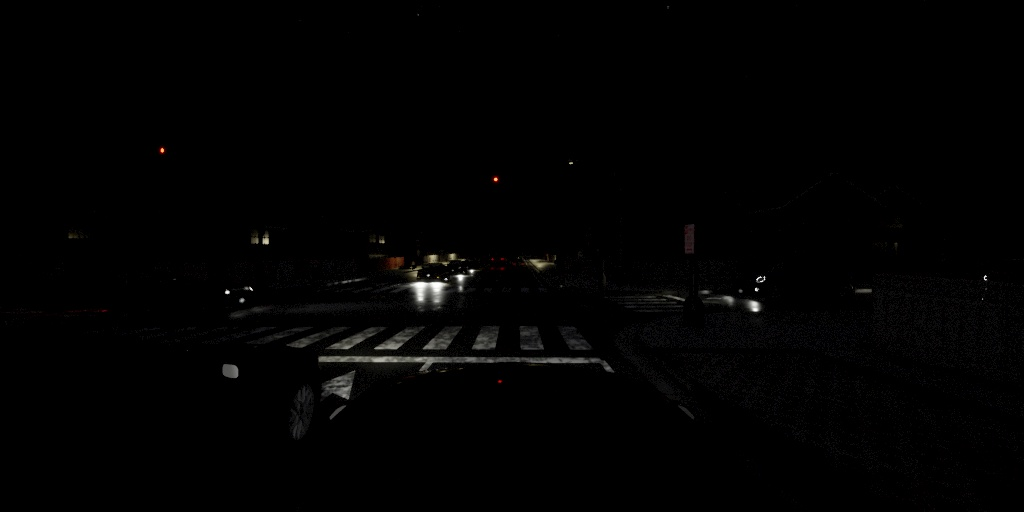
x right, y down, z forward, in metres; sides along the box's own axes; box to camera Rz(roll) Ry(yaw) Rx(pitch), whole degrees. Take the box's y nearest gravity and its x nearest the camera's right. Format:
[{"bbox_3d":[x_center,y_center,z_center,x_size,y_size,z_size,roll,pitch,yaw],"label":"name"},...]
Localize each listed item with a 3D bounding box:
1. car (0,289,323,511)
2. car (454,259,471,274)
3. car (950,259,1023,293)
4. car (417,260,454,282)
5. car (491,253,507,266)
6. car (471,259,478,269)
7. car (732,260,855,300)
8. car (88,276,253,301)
[{"bbox_3d":[-3.153,1.228,2.180,1.882,1.535,5.008,0,0,1],"label":"car"},{"bbox_3d":[-5.975,1.167,38.764,1.812,1.442,4.674,0,0,1],"label":"car"},{"bbox_3d":[22.716,0.915,16.446,4.553,1.767,2.097,0,0,0],"label":"car"},{"bbox_3d":[-6.144,1.252,28.471,1.994,1.385,4.181,0,0,1],"label":"car"},{"bbox_3d":[-2.202,0.594,57.909,2.150,2.045,5.566,0,1,1],"label":"car"},{"bbox_3d":[-5.780,1.062,49.407,2.033,1.411,5.357,0,1,2],"label":"car"},{"bbox_3d":[12.642,0.995,16.342,4.553,1.767,2.097,0,0,-1],"label":"car"},{"bbox_3d":[-12.850,1.447,13.881,4.718,1.301,1.895,0,0,-6],"label":"car"}]
